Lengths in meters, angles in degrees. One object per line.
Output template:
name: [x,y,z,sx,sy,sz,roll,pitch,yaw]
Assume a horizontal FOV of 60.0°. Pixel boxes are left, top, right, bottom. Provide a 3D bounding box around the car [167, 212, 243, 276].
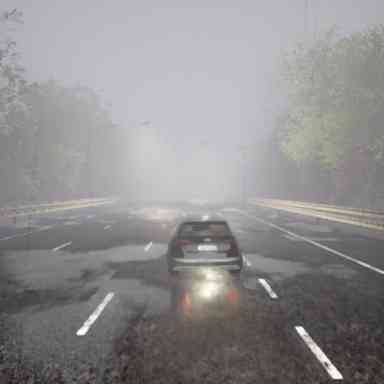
car: [0.261,1.421,10.273,2.033,1.649,4.856,0,0,-3]
